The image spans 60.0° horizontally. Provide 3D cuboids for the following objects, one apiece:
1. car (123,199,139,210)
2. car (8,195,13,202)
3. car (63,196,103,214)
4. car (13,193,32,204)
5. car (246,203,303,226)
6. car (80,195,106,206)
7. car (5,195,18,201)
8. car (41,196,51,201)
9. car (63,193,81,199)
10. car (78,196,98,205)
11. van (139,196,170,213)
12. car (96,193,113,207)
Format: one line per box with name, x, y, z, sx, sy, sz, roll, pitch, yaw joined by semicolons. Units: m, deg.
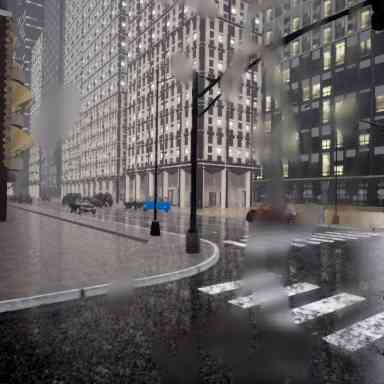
car;-7.299;1.584;42.378;2.008;1.369;4.403;1;-1;-35
car;-37.026;1.396;69.764;1.947;1.339;4.313;1;-1;-35
car;-10.860;1.427;32.921;2.008;1.369;4.403;1;-1;-35
car;-30.480;1.155;60.555;2.192;1.841;5.009;1;-1;-35
car;5.785;1.505;23.957;1.967;1.590;4.097;1;-1;-35
car;-14.540;1.535;48.025;1.994;1.385;4.181;1;-1;-37
car;-40.295;1.377;74.369;2.008;1.369;4.403;1;-1;-35
car;-36.736;1.570;83.825;1.802;1.307;4.206;1;-1;-35
car;-20.001;1.182;55.628;2.150;2.045;5.566;1;-1;-35
car;-18.456;1.525;58.874;1.837;1.490;4.892;1;-1;-35
van;-4.025;1.382;37.774;1.690;1.788;3.998;1;-1;-35
car;-14.447;1.255;53.171;2.150;2.045;5.566;1;-1;-35
